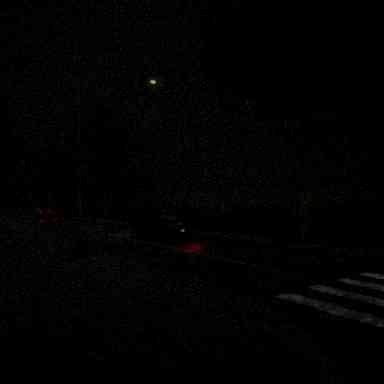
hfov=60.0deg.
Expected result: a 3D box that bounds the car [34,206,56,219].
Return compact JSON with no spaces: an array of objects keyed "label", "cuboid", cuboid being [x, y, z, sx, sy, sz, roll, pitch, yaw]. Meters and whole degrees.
[{"label":"car","cuboid":[-20.695,2.783,46.754,2.097,1.767,4.553,0,-1,-35]}]

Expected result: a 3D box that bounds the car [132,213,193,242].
[{"label":"car","cuboid":[-1.904,1.986,19.811,1.882,1.535,5.008,0,-1,-35]}]
